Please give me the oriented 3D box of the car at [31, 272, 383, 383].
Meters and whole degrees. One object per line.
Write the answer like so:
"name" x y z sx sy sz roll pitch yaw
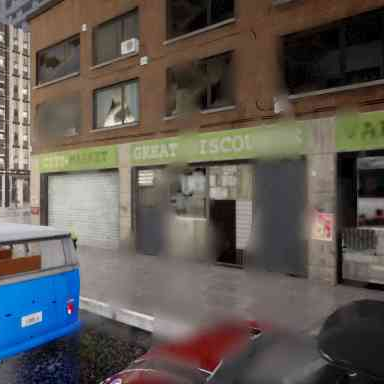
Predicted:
"car" 1.147 1.440 1.909 4.097 1.590 1.967 0 0 35

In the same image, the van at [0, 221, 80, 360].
"van" -3.492 1.343 5.204 3.998 1.788 1.690 0 0 35
